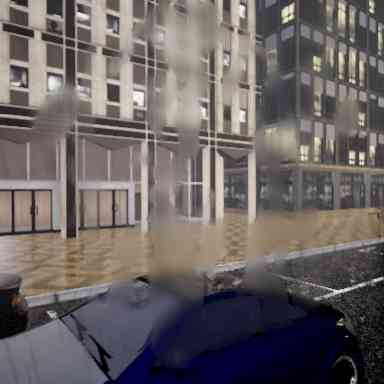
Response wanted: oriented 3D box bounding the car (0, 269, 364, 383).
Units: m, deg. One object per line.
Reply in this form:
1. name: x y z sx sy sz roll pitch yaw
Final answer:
1. car: -0.201 1.560 3.229 4.181 1.385 1.994 0 0 -35

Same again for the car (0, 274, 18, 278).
1. car: -4.209 1.554 3.564 4.403 1.369 2.008 0 0 -35
